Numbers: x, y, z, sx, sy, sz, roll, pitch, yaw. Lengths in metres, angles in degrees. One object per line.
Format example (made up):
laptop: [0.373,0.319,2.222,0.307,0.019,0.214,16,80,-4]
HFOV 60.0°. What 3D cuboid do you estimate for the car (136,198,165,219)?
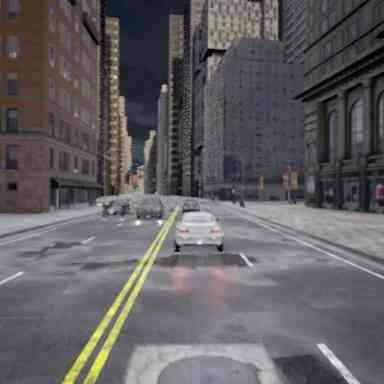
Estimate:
car: [-3.435,1.317,28.182,2.097,1.767,4.553,0,0,-1]

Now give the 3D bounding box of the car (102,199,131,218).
car: [-6.714,1.435,29.986,2.128,1.511,4.902,0,0,-1]

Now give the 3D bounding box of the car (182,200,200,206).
car: [-0.100,1.533,34.855,2.033,1.411,5.357,0,0,-1]

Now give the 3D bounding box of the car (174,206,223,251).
car: [0.236,1.521,13.994,1.812,1.442,4.674,0,0,-1]
